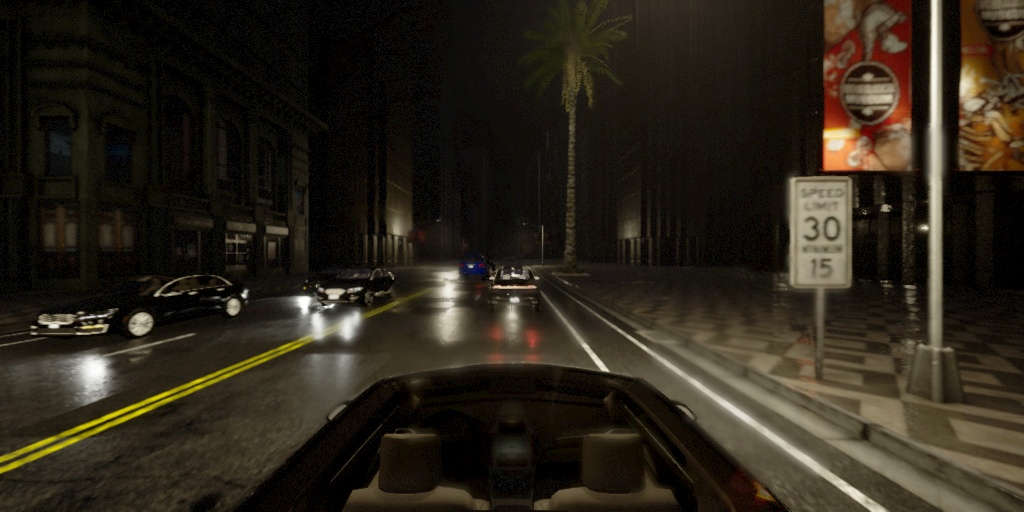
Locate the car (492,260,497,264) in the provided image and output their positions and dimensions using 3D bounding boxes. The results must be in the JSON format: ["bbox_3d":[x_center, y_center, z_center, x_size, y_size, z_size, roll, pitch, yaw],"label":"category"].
[{"bbox_3d":[-3.153,1.234,48.263,1.837,1.490,4.892,0,0,0],"label":"car"}]

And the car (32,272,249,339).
[{"bbox_3d":[-9.827,1.251,10.128,1.837,1.490,4.892,0,0,0],"label":"car"}]

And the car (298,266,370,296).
[{"bbox_3d":[-9.750,1.306,20.054,1.994,1.385,4.181,0,0,0],"label":"car"}]

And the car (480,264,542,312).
[{"bbox_3d":[0.100,1.236,14.122,2.128,1.511,4.902,0,0,0],"label":"car"}]

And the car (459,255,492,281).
[{"bbox_3d":[-3.150,0.952,30.494,2.150,2.045,5.566,0,-1,0],"label":"car"}]

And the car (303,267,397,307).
[{"bbox_3d":[-6.503,1.238,15.562,2.128,1.511,4.902,0,0,0],"label":"car"}]
